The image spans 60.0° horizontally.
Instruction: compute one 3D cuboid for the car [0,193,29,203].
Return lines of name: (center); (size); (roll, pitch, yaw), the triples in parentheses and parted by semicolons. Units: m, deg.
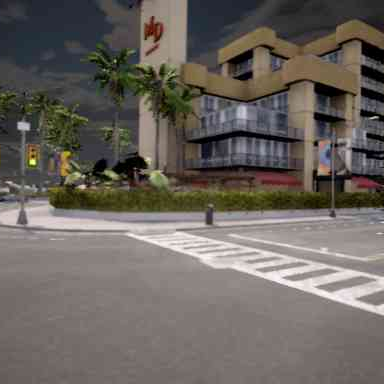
car: (-26.178, 0.897, 48.858); (1.994, 1.385, 4.181); (1, 0, 17)
